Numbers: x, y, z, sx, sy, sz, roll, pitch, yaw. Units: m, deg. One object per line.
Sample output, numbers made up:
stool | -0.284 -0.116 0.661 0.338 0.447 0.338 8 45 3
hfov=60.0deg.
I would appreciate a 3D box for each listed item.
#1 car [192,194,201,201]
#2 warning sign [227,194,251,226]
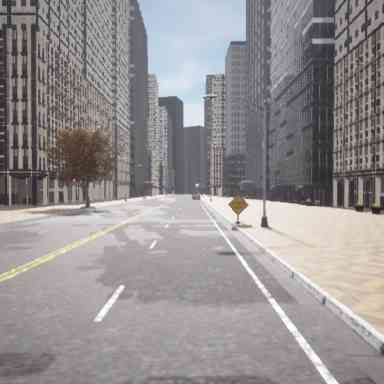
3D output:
car | 1.133 1.363 86.598 2.097 1.767 4.553 0 0 0
warning sign | 2.865 1.084 20.605 1.300 1.860 1.060 1 1 0
